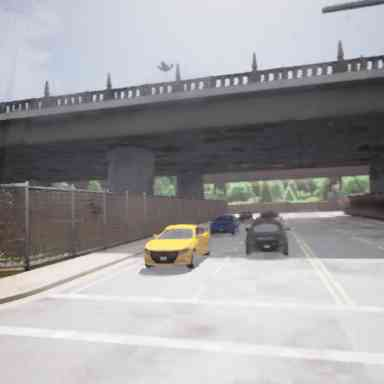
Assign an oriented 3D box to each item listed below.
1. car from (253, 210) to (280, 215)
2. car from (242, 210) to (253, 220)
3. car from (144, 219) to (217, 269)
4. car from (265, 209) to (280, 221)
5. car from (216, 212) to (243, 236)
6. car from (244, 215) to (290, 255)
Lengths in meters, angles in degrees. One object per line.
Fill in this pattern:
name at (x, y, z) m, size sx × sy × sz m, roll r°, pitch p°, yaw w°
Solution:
car at (6.422, 2.403, 27.363) m, size 2.097 × 1.767 × 4.553 m, roll -2°, pitch -3°, yaw 14°
car at (7.809, 3.391, 47.266) m, size 1.837 × 1.490 × 4.892 m, roll -2°, pitch -3°, yaw 14°
car at (-0.422, 2.161, 14.155) m, size 1.882 × 1.535 × 5.008 m, roll -2°, pitch -3°, yaw 14°
car at (11.300, 3.233, 46.812) m, size 1.882 × 1.535 × 5.008 m, roll -2°, pitch -3°, yaw 14°
car at (2.744, 2.628, 27.033) m, size 1.882 × 1.535 × 5.008 m, roll -2°, pitch -3°, yaw 14°
car at (3.769, 2.135, 16.557) m, size 1.882 × 1.535 × 5.008 m, roll -2°, pitch -3°, yaw 14°
